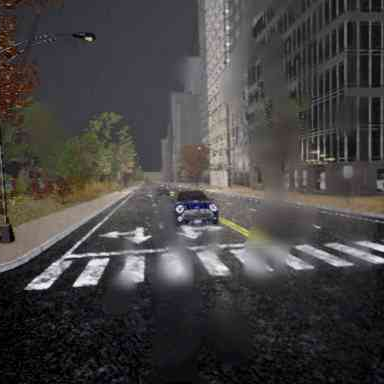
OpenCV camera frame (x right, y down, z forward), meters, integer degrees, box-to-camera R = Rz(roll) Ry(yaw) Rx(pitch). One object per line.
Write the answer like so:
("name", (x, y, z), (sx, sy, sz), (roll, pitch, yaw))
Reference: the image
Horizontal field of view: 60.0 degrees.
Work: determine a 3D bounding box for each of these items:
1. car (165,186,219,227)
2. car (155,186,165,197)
("car", (-0.044, 0.689, 17.269), (2.097, 1.767, 4.553), (-2, 2, -8))
("car", (-4.182, -0.084, 47.078), (2.033, 1.411, 5.357), (-2, 2, -8))
